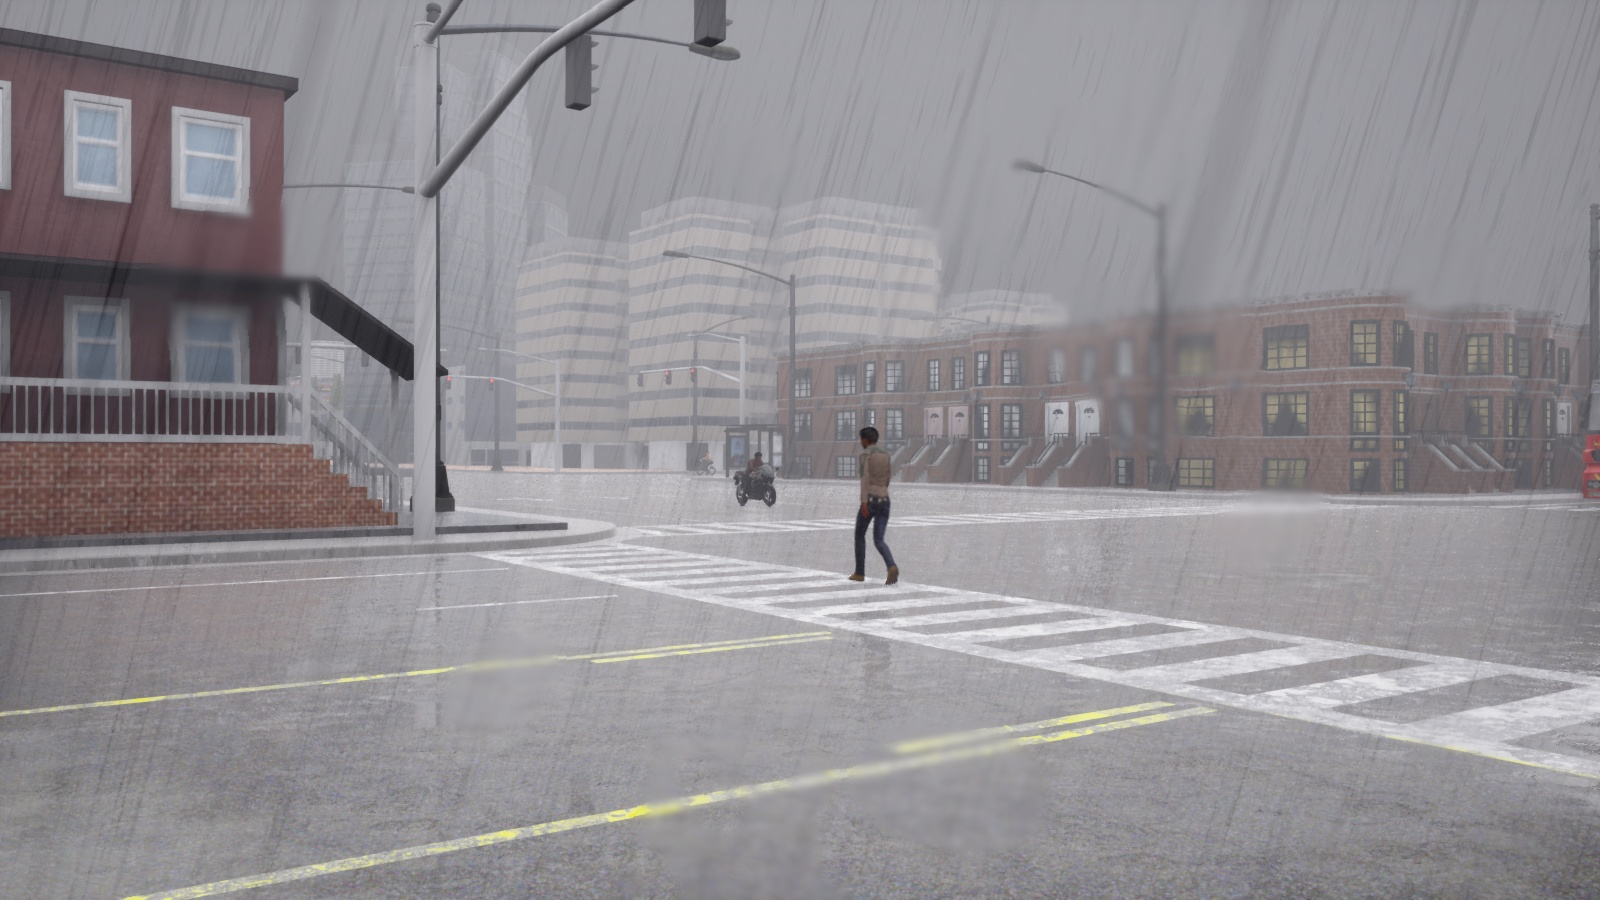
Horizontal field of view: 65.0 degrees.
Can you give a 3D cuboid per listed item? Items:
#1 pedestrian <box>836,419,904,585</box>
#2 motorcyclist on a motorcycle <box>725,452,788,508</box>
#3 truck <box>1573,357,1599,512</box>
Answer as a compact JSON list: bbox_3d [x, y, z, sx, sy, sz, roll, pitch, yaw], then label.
[{"bbox_3d":[0.778,0.563,14.094,0.328,1.805,0.869,0,0,-31],"label":"pedestrian"},{"bbox_3d":[-1.231,0.816,35.159,0.797,1.523,2.044,0,0,-35],"label":"motorcyclist on a motorcycle"},{"bbox_3d":[23.641,-0.390,32.820,8.468,3.827,2.891,0,-1,-36],"label":"truck"}]
